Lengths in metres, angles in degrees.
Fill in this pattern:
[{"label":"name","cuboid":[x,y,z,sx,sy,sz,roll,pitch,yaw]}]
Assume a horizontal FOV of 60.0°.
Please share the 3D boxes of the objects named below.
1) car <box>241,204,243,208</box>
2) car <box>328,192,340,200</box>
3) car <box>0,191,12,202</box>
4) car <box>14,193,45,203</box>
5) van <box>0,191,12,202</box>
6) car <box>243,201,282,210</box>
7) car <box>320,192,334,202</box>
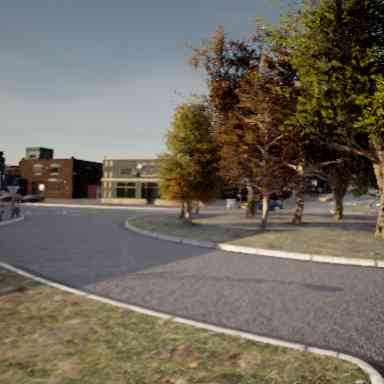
[{"label":"car","cuboid":[9.757,1.934,49.354,5.008,1.535,1.882,1,-1,-7]},{"label":"car","cuboid":[36.935,1.016,86.404,1.946,1.575,5.366,1,3,33]},{"label":"car","cuboid":[-32.891,0.938,59.992,2.185,1.767,4.553,2,0,22]},{"label":"car","cuboid":[-27.888,1.223,57.880,2.163,1.488,4.792,1,0,22]},{"label":"van","cuboid":[-35.635,0.760,60.955,1.878,1.987,4.442,2,0,22]},{"label":"car","cuboid":[10.131,1.909,46.126,5.008,1.535,1.882,1,-1,-7]},{"label":"car","cuboid":[30.889,1.452,77.167,1.946,1.575,5.366,1,3,33]}]
